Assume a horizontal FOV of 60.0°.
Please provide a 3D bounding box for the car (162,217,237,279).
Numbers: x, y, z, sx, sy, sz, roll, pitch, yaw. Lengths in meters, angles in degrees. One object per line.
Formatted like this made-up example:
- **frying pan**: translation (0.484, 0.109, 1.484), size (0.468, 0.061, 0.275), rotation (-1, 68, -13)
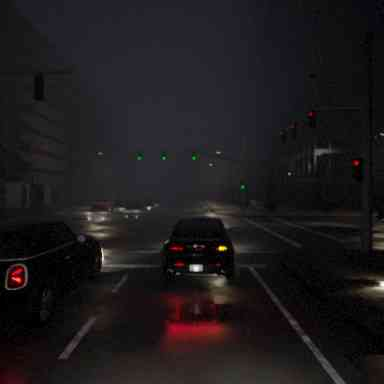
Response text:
- **car**: translation (0.298, 1.508, 10.098), size (1.837, 1.490, 4.892), rotation (0, 0, 5)

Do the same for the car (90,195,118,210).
- **car**: translation (-10.923, 1.488, 40.693), size (1.882, 1.535, 5.008), rotation (0, 0, 0)

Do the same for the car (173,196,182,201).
- **car**: translation (-3.434, 1.574, 80.608), size (1.994, 1.385, 4.181), rotation (0, 0, 1)

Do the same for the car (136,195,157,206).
- **car**: translation (-7.336, 1.492, 53.851), size (1.882, 1.535, 5.008), rotation (0, 0, 1)

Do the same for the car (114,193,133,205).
- **car**: translation (-10.882, 1.234, 50.513), size (2.150, 2.045, 5.566), rotation (0, 0, 1)

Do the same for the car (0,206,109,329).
- **car**: translation (-3.452, 1.354, 7.101), size (2.097, 1.767, 4.553), rotation (0, 0, 0)

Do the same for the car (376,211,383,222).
- **car**: translation (16.001, 1.663, 24.021), size (4.718, 1.301, 1.895), rotation (0, 0, 0)

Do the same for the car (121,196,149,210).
- **car**: translation (-7.432, 1.559, 43.872), size (2.033, 1.411, 5.357), rotation (0, 0, 0)

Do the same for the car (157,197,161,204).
- **car**: translation (-7.136, 1.564, 64.293), size (2.033, 1.411, 5.357), rotation (0, 0, 1)

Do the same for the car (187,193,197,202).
- **car**: translation (0.069, 1.247, 80.829), size (2.150, 2.045, 5.566), rotation (0, 0, 1)
